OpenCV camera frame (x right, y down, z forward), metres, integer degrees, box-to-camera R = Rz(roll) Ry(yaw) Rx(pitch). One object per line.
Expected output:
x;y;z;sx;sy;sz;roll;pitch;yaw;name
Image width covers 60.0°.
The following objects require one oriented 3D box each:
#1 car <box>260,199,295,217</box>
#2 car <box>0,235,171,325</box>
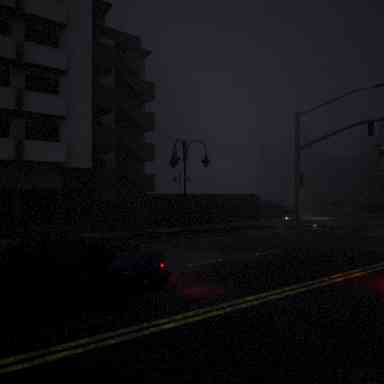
7.769;1.478;32.176;1.882;1.535;5.008;0;0;-38;car
-3.017;1.547;6.137;5.357;1.411;2.033;0;0;-35;car
